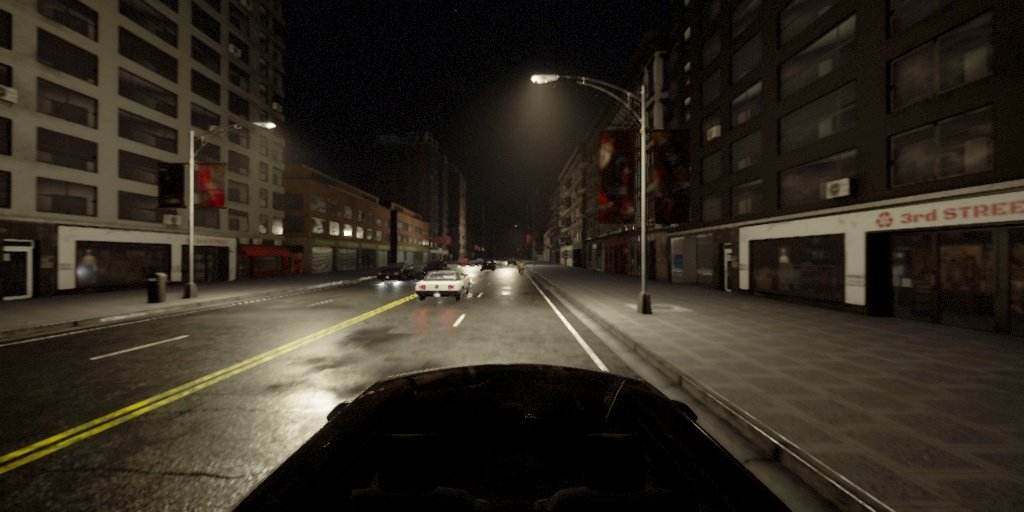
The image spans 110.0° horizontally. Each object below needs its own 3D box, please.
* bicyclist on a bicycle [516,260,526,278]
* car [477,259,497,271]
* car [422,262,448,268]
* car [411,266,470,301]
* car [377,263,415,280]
[{"bbox_3d":[0.863,1.183,31.527,0.866,1.612,1.509,0,0,0],"label":"bicyclist on a bicycle"},{"bbox_3d":[-3.161,1.287,48.998,2.033,1.411,5.357,0,0,0],"label":"car"},{"bbox_3d":[-6.601,1.251,31.483,1.837,1.490,4.892,0,0,0],"label":"car"},{"bbox_3d":[-3.153,1.349,17.338,1.895,1.301,4.718,0,0,0],"label":"car"},{"bbox_3d":[-9.854,1.294,31.027,2.033,1.411,5.357,0,0,0],"label":"car"}]
